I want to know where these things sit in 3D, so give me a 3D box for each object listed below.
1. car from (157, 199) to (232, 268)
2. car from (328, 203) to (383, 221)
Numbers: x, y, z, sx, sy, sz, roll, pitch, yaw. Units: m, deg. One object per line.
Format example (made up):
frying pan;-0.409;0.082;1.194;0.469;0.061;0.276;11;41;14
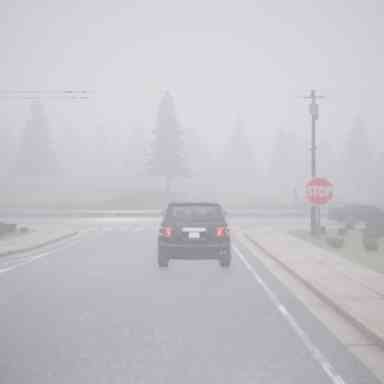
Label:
car;0.073;1.257;11.526;2.150;2.045;5.566;0;0;0
car;12.604;1.581;24.382;4.892;1.490;1.837;0;-1;1
